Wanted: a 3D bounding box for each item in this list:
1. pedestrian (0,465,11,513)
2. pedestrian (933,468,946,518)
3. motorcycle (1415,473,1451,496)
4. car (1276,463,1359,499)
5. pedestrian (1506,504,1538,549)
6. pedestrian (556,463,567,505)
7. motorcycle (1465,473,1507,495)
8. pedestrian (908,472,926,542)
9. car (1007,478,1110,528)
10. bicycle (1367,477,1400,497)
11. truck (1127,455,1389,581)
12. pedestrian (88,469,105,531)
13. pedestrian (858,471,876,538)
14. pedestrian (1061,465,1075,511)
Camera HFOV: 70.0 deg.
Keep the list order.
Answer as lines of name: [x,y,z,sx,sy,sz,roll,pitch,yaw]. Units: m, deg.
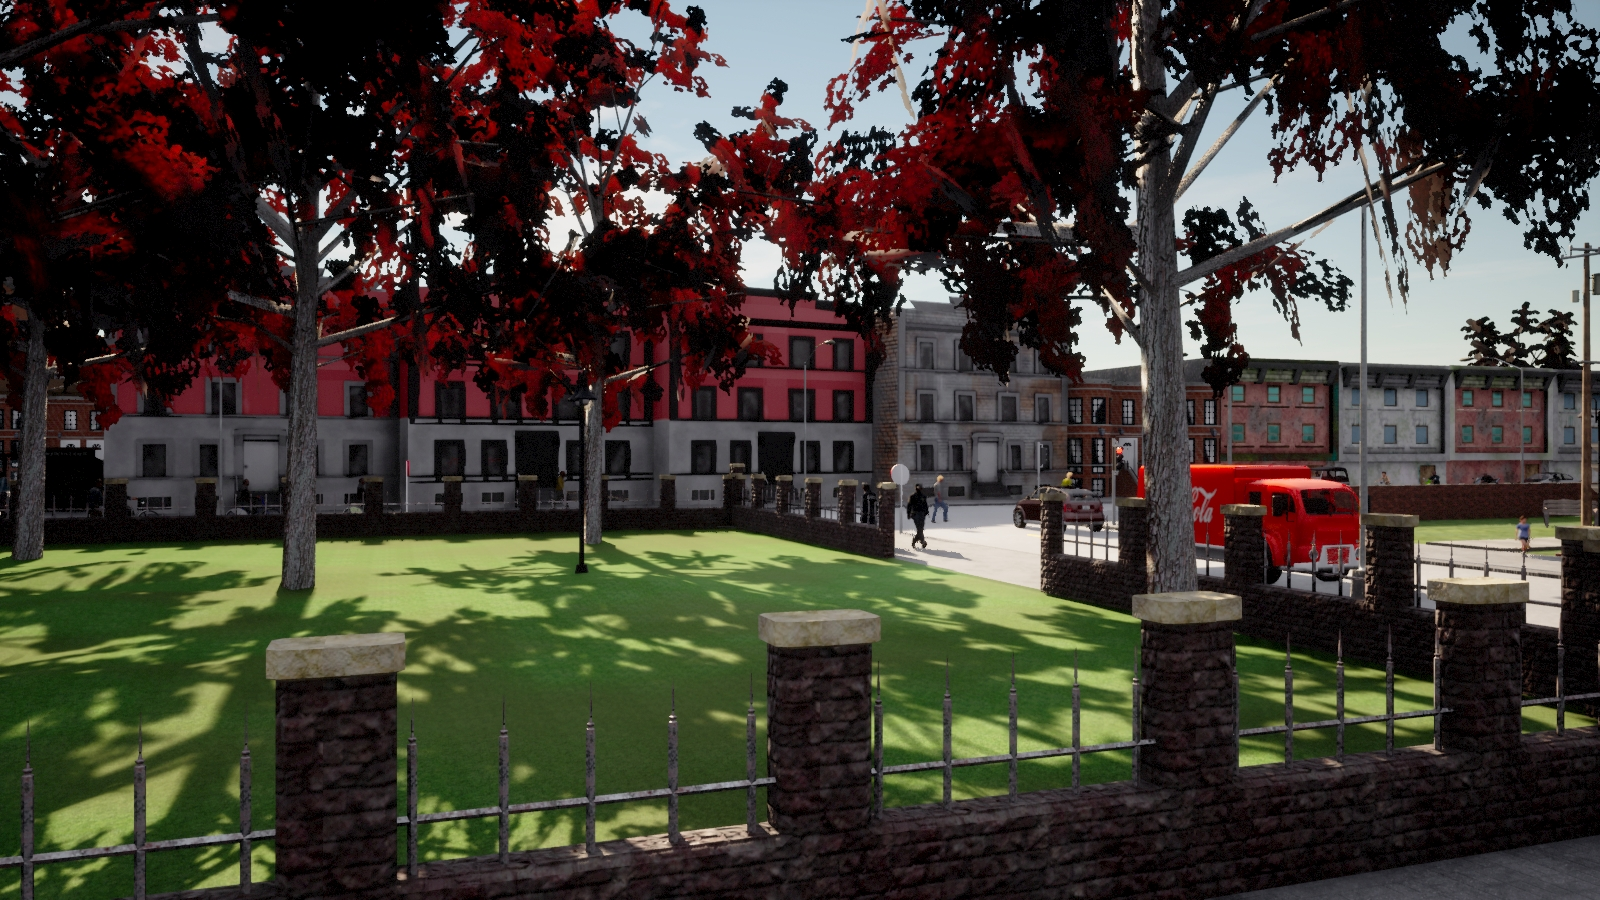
pedestrian: [-31.070,1.525,44.546,0.375,1.860,0.375,0,0,-8]
pedestrian: [5.276,1.628,43.168,0.375,1.860,0.375,0,0,-13]
motorcycle: [36.002,1.962,64.979,1.805,1.236,0.856,0,0,-20]
car: [28.140,1.638,62.162,3.866,1.878,1.905,0,0,-20]
pedestrian: [18.087,1.904,28.613,0.500,1.100,0.500,0,0,4]
pedestrian: [-10.619,1.524,50.931,0.375,1.860,0.375,0,0,12]
motorcycle: [39.853,1.985,66.375,2.209,1.251,0.867,0,0,-20]
pedestrian: [3.144,1.525,30.726,0.375,1.860,0.375,0,0,-16]
car: [8.968,1.805,39.897,1.789,1.549,3.705,0,0,-20]
bicycle: [32.543,2.036,63.766,1.487,1.080,0.859,0,0,-20]
truck: [9.964,1.348,25.442,2.627,2.467,5.204,0,0,-20]
pedestrian: [-21.458,1.524,34.864,0.375,1.860,0.375,0,0,-19]
pedestrian: [1.889,1.525,32.088,0.375,1.860,0.375,0,0,-25]
pedestrian: [10.763,1.517,45.906,0.375,1.860,0.375,0,0,-19]
